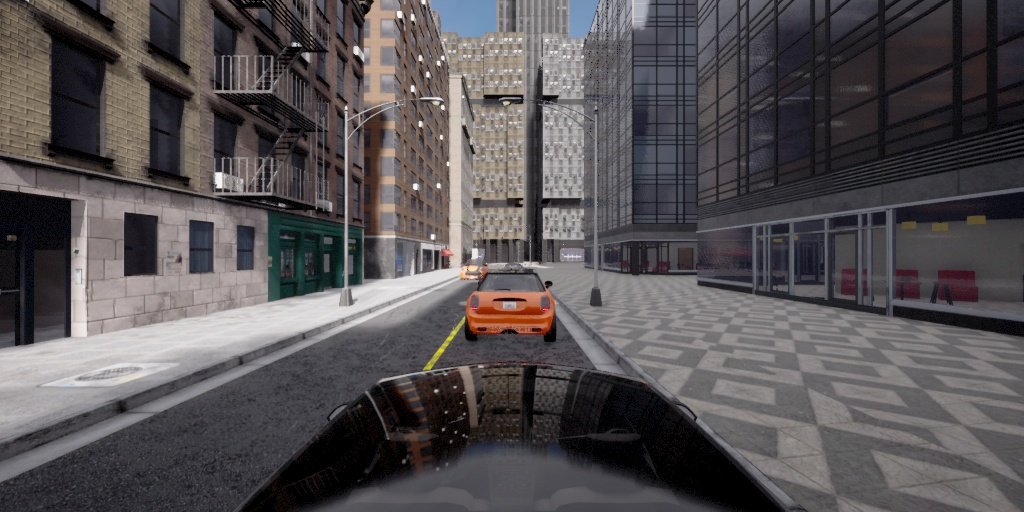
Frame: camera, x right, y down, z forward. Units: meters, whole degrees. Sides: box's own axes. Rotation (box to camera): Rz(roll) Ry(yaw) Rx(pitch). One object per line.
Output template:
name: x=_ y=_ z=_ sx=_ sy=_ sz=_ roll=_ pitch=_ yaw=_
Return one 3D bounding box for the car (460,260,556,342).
car: x=0.064 y=1.102 z=9.988 sx=2.097 sy=1.767 sz=4.553 roll=0 pitch=0 yaw=3

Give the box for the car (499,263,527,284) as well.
car: x=0.086 y=1.297 z=28.672 sx=2.033 sy=1.411 sz=5.357 roll=0 pitch=0 yaw=0

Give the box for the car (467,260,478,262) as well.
car: x=-3.108 y=1.102 z=30.415 sx=2.097 sy=1.767 sz=4.553 roll=0 pitch=0 yaw=0
